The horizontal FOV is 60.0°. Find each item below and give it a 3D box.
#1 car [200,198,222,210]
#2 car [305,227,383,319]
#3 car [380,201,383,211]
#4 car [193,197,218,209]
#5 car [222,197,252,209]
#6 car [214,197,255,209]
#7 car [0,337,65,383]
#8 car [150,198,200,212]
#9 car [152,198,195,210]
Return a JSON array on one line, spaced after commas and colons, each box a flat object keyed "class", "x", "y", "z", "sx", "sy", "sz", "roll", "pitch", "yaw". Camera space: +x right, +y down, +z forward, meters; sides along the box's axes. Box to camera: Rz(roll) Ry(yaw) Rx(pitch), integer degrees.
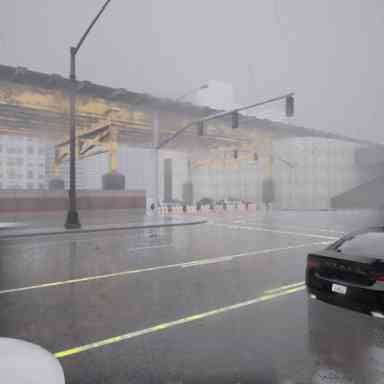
[{"class": "car", "x": 1.712, "y": 1.453, "z": 39.957, "sx": 2.038, "sy": 1.542, "sz": 4.974, "roll": 0, "pitch": 0, "yaw": 18}, {"class": "car", "x": 4.486, "y": 1.478, "z": 7.043, "sx": 5.008, "sy": 1.535, "sz": 1.882, "roll": 0, "pitch": 0, "yaw": -36}, {"class": "car", "x": 24.243, "y": 1.491, "z": 39.771, "sx": 4.902, "sy": 1.511, "sz": 2.128, "roll": 0, "pitch": 0, "yaw": -37}, {"class": "car", "x": 1.727, "y": 1.295, "z": 40.006, "sx": 1.853, "sy": 1.218, "sz": 4.536, "roll": 0, "pitch": 0, "yaw": 18}, {"class": "car", "x": 5.538, "y": 1.295, "z": 43.743, "sx": 4.536, "sy": 1.218, "sz": 1.853, "roll": 0, "pitch": 0, "yaw": -7}, {"class": "car", "x": 5.590, "y": 1.453, "z": 43.750, "sx": 4.974, "sy": 1.542, "sz": 2.038, "roll": 0, "pitch": 0, "yaw": -7}, {"class": "car", "x": -3.038, "y": 1.526, "z": 1.570, "sx": 4.674, "sy": 1.442, "sz": 1.812, "roll": 0, "pitch": 0, "yaw": -36}, {"class": "car", "x": -2.010, "y": 1.453, "z": 37.240, "sx": 4.974, "sy": 1.542, "sz": 2.038, "roll": 0, "pitch": 0, "yaw": 8}, {"class": "car", "x": -2.061, "y": 1.295, "z": 37.246, "sx": 4.536, "sy": 1.218, "sz": 1.853, "roll": 0, "pitch": 0, "yaw": 8}]
